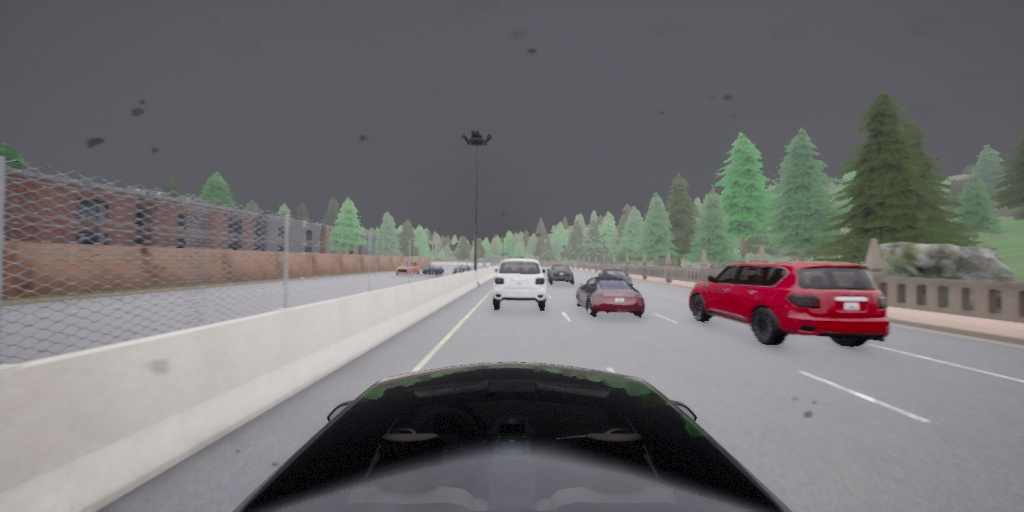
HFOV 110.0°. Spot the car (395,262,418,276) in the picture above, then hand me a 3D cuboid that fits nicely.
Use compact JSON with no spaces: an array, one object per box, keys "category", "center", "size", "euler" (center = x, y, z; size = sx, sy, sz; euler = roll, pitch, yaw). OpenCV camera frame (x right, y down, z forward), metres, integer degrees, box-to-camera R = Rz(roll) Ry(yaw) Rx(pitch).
[{"category":"car","center":[-13.169,1.523,45.542],"size":[2.097,1.767,4.553],"euler":[1,-1,1]}]

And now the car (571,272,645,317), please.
[{"category":"car","center":[3.800,1.523,14.486],"size":[1.994,1.385,4.181],"euler":[1,-1,1]}]

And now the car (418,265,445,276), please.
[{"category":"car","center":[-9.704,1.797,44.430],"size":[1.895,1.301,4.718],"euler":[1,-1,1]}]

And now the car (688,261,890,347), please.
[{"category":"car","center":[7.177,1.164,10.167],"size":[2.150,2.045,5.566],"euler":[1,0,2]}]

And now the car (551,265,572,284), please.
[{"category":"car","center":[4.200,1.543,32.022],"size":[2.097,1.767,4.553],"euler":[1,-1,1]}]

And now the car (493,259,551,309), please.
[{"category":"car","center":[0.349,1.163,16.251],"size":[2.150,2.045,5.566],"euler":[1,-1,1]}]

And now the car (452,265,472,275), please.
[{"category":"car","center":[-6.187,1.792,45.112],"size":[2.033,1.411,5.357],"euler":[1,-1,1]}]

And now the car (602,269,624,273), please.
[{"category":"car","center":[7.574,1.715,27.323],"size":[2.033,1.411,5.357],"euler":[1,-1,2]}]
